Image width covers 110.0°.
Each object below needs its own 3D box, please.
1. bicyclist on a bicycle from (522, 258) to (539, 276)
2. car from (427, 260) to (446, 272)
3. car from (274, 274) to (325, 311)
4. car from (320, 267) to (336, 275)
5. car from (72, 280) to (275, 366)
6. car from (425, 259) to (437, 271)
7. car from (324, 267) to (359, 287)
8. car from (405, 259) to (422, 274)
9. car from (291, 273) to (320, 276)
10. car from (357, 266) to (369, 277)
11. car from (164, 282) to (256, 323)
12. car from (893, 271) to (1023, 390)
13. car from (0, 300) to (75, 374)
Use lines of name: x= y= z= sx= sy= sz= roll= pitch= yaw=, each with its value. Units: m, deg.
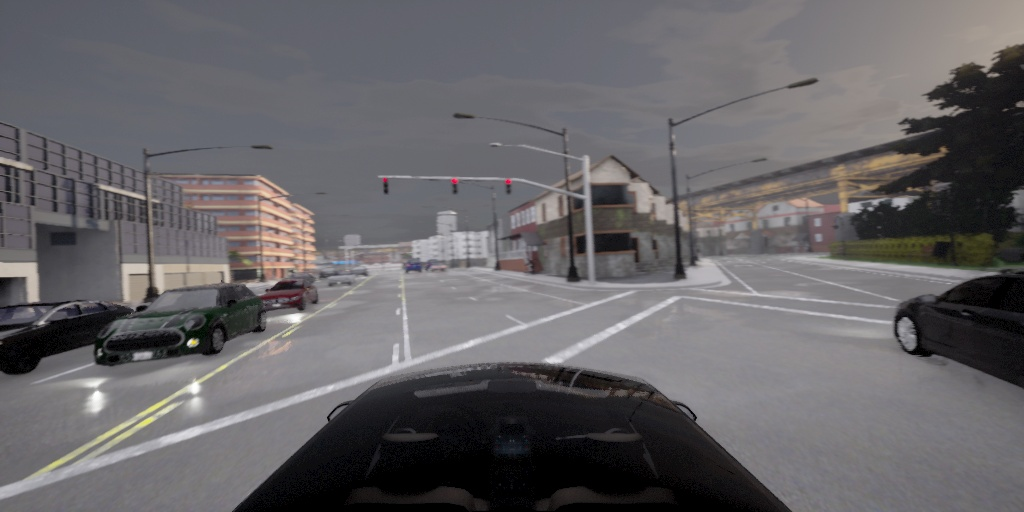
bicyclist on a bicycle: x=1.628 y=0.983 z=32.440 sx=1.656 sy=1.620 sz=0.582 roll=-3 pitch=1 yaw=-17
car: x=-11.242 y=1.690 z=54.273 sx=1.895 sy=1.301 sz=4.718 roll=-3 pitch=0 yaw=-17
car: x=-11.242 y=1.958 z=18.315 sx=1.812 sy=1.442 sz=4.674 roll=-3 pitch=1 yaw=-17
car: x=-23.501 y=2.197 z=46.345 sx=1.882 sy=1.535 sz=5.008 roll=-3 pitch=0 yaw=-17
car: x=-8.661 y=1.617 z=9.895 sx=2.097 sy=1.767 sz=4.553 roll=-3 pitch=0 yaw=-17
car: x=-14.199 y=1.626 z=63.845 sx=2.150 sy=2.045 sz=5.566 roll=-3 pitch=-1 yaw=-17
car: x=-16.092 y=2.095 z=34.076 sx=1.895 sy=1.301 sz=4.718 roll=-3 pitch=1 yaw=-17
car: x=-14.480 y=1.477 z=52.843 sx=2.150 sy=2.045 sz=5.566 roll=-3 pitch=0 yaw=-17
car: x=-19.220 y=2.270 z=32.352 sx=1.895 sy=1.301 sz=4.718 roll=-3 pitch=1 yaw=-17
car: x=-20.436 y=2.084 z=48.321 sx=1.812 sy=1.442 sz=4.674 roll=-3 pitch=0 yaw=-17
car: x=-14.764 y=2.174 z=17.880 sx=1.994 sy=1.385 sz=4.181 roll=-3 pitch=1 yaw=-17
car: x=6.783 y=0.902 z=4.311 sx=1.837 sy=1.490 sz=4.892 roll=-3 pitch=-1 yaw=26
car: x=-12.082 y=1.938 z=9.132 sx=2.128 sy=1.511 sz=4.902 roll=-3 pitch=0 yaw=-17
